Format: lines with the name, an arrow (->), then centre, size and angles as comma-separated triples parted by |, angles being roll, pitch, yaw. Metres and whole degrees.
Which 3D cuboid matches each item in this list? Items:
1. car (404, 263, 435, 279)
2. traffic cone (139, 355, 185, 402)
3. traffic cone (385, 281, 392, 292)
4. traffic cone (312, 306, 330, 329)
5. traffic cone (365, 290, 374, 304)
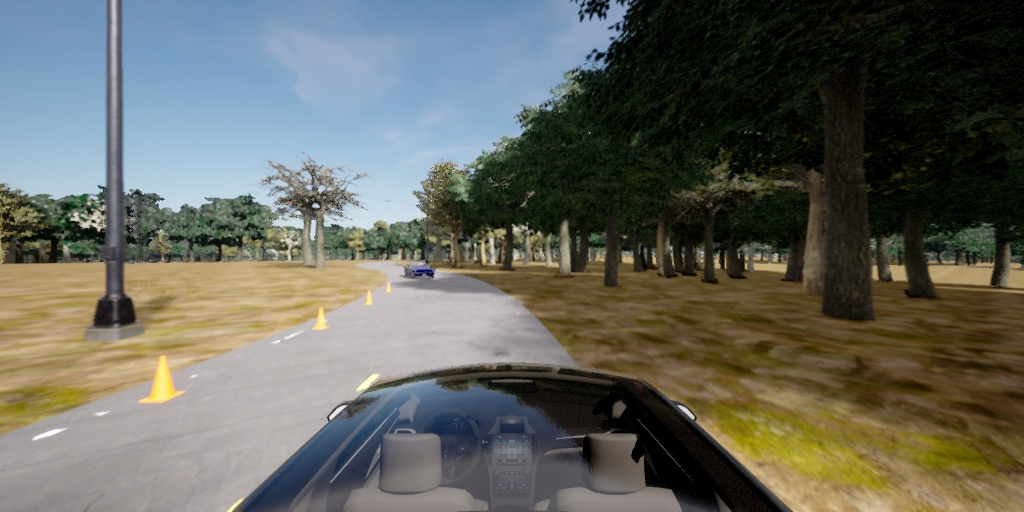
car -> -8.027, 1.239, 30.970 | 1.895, 1.301, 4.718 | 0, 0, -26
traffic cone -> -4.943, 1.706, 5.080 | 0.340, 0.580, 0.340 | 0, 0, -3
traffic cone -> -6.720, 1.657, 19.536 | 0.340, 0.580, 0.340 | 0, 0, -11
traffic cone -> -5.284, 1.695, 9.928 | 0.340, 0.580, 0.340 | 0, 0, -6
traffic cone -> -5.877, 1.678, 14.750 | 0.340, 0.580, 0.340 | 0, 0, -9
